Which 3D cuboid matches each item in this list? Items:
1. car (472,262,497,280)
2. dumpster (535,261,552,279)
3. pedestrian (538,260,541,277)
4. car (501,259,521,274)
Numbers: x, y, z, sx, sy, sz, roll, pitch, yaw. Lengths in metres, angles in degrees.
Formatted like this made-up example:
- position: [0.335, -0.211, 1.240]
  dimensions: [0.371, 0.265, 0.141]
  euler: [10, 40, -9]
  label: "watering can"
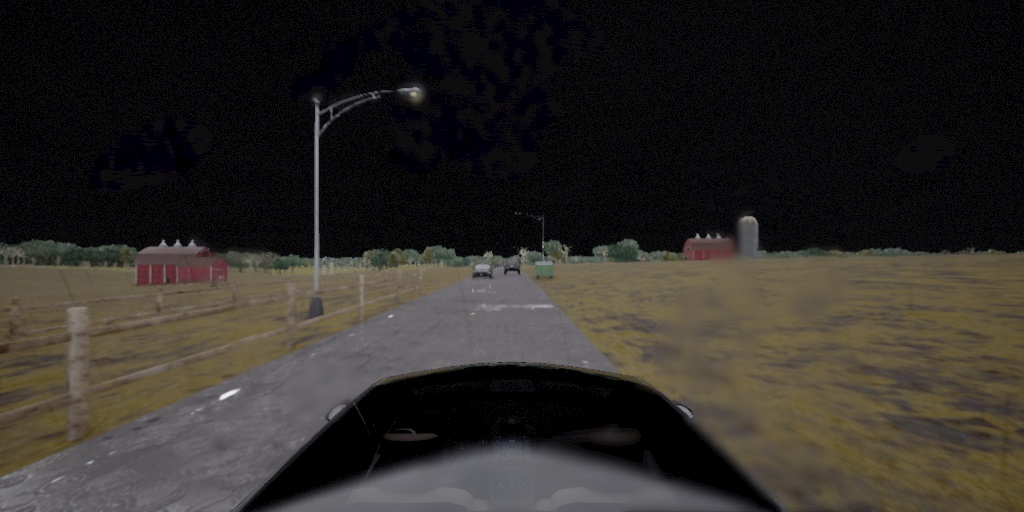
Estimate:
- position: [-2.839, 1.482, 35.508]
  dimensions: [1.882, 1.535, 5.008]
  euler: [0, -1, 0]
  label: "car"
- position: [3.128, 1.404, 35.852]
  dimensions: [1.020, 1.700, 1.940]
  euler: [0, 0, 0]
  label: "dumpster"
- position: [2.828, 1.264, 36.865]
  dimensions: [0.375, 1.860, 0.375]
  euler: [0, -1, -10]
  label: "pedestrian"
- position: [0.027, 1.368, 48.769]
  dimensions: [2.150, 2.045, 5.566]
  euler: [0, 0, 0]
  label: "car"
